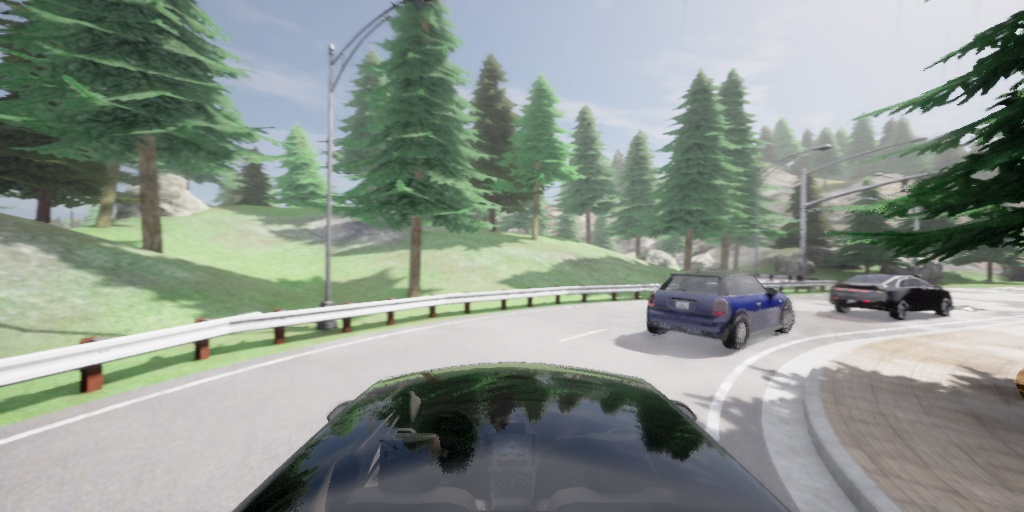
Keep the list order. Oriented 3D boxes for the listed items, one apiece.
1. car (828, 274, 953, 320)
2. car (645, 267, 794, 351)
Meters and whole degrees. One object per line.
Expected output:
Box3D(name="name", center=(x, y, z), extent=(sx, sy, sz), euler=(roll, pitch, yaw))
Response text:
Box3D(name="car", center=(14.175, 1.432, 13.408), extent=(4.902, 1.511, 2.128), euler=(1, 0, -20))
Box3D(name="car", center=(5.585, 1.166, 9.493), extent=(4.553, 1.767, 2.097), euler=(1, 0, -37))
